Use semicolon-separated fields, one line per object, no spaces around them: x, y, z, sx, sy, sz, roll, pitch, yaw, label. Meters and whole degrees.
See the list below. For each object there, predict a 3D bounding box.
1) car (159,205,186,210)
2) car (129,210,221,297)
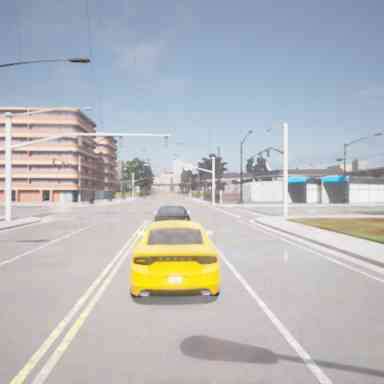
-1.076;1.466;18.190;1.882;1.535;5.008;0;0;-4;car
-0.441;1.472;8.630;1.882;1.535;5.008;0;0;-3;car
